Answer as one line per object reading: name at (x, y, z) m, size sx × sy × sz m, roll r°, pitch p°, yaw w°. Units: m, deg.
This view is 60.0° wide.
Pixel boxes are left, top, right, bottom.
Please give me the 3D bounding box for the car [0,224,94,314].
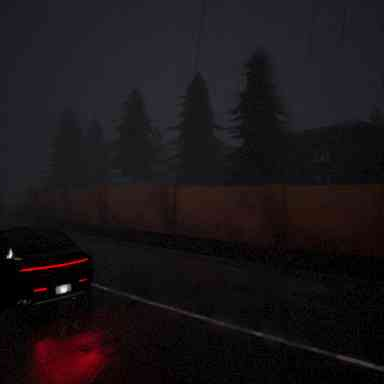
car at (-4.180, 1.512, 7.618) m, size 4.892 × 1.490 × 1.837 m, roll 0°, pitch 0°, yaw 40°
